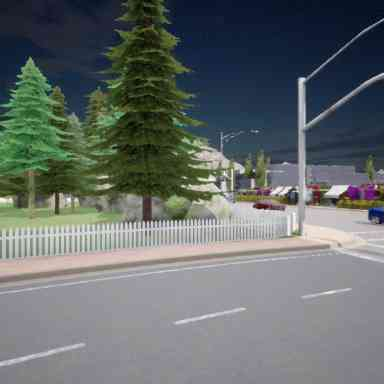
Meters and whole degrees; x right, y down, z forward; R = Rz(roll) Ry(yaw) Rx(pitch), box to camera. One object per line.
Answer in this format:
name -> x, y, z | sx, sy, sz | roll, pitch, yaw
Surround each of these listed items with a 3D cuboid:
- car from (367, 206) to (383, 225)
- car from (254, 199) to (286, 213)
car -> 14.004, 1.535, 21.856 | 1.882, 1.535, 5.008 | 0, 0, -17
car -> 8.988, 1.535, 38.585 | 1.882, 1.535, 5.008 | 0, 0, -17
